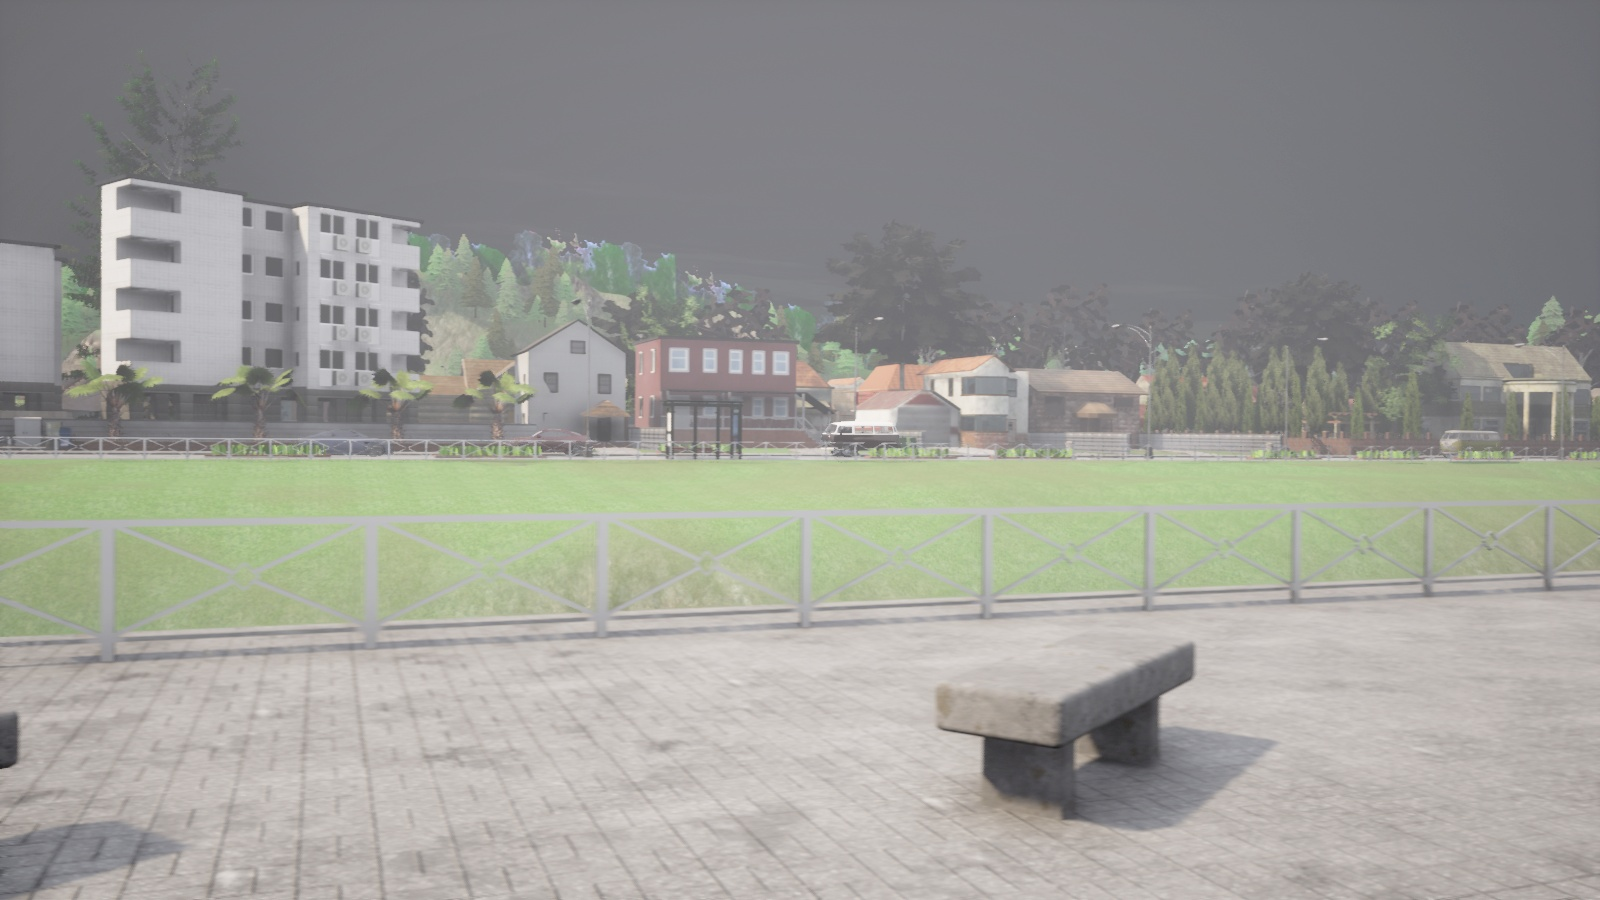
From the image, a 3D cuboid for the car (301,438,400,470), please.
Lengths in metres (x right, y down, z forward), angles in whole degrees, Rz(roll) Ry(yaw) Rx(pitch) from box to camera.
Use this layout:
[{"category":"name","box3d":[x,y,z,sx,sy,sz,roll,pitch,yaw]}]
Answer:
[{"category":"car","box3d":[-20.634,0.147,57.670,4.181,1.385,1.994,-1,1,-21]}]

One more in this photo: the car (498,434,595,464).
[{"category":"car","box3d":[-13.075,-0.089,64.816,4.674,1.442,1.812,-1,1,-21]}]

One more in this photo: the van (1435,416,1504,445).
[{"category":"van","box3d":[46.606,-1.375,87.458,4.442,1.987,1.775,-1,1,-21]}]

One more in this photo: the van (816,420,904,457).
[{"category":"van","box3d":[3.391,-0.671,71.060,4.480,2.038,2.069,-1,1,-21]}]
